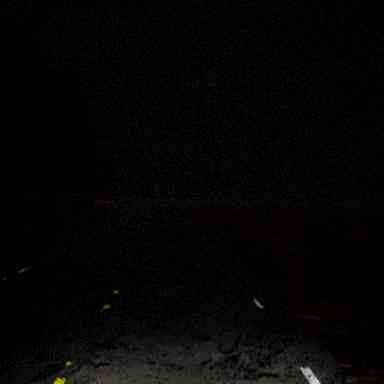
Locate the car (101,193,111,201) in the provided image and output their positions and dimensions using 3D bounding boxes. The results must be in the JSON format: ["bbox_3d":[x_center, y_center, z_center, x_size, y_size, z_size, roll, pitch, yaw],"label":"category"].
[{"bbox_3d":[-22.166,1.331,86.272,2.150,2.045,5.566,0,0,-10],"label":"car"}]

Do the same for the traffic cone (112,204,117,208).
[{"bbox_3d":[-10.453,1.931,45.572,0.340,0.580,0.340,0,0,-15],"label":"traffic cone"}]
